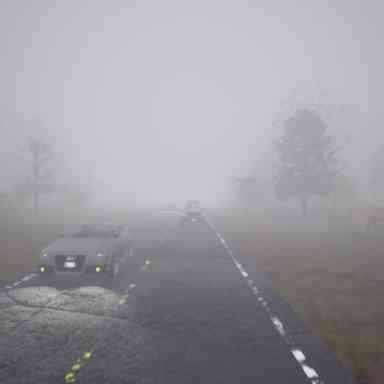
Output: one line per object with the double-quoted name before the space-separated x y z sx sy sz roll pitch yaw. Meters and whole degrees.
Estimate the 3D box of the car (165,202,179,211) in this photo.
"car" -3.026 2.133 50.674 1.895 1.301 4.718 0 -1 0

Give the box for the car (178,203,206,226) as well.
"car" 0.124 1.792 25.443 1.812 1.442 4.674 0 -1 0

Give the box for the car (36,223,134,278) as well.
"car" -3.091 1.674 10.419 1.994 1.385 4.181 0 -1 0

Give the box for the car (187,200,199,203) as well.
"car" 0.141 1.794 42.104 2.097 1.767 4.553 0 -1 0
